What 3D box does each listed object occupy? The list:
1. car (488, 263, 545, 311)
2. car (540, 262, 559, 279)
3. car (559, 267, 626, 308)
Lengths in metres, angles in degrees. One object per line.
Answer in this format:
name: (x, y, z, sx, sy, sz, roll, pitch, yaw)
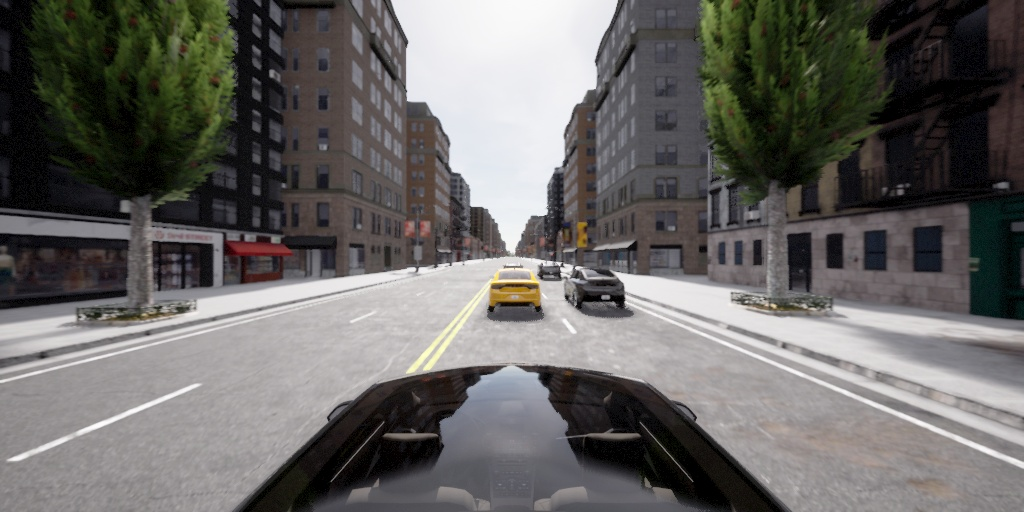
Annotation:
car: (0.101, 1.229, 14.568, 1.882, 1.535, 5.008, 0, 0, 0)
car: (3.347, 1.242, 32.830, 2.128, 1.511, 4.902, 0, 0, 0)
car: (3.350, 1.254, 15.230, 1.837, 1.490, 4.892, 0, -1, 0)
